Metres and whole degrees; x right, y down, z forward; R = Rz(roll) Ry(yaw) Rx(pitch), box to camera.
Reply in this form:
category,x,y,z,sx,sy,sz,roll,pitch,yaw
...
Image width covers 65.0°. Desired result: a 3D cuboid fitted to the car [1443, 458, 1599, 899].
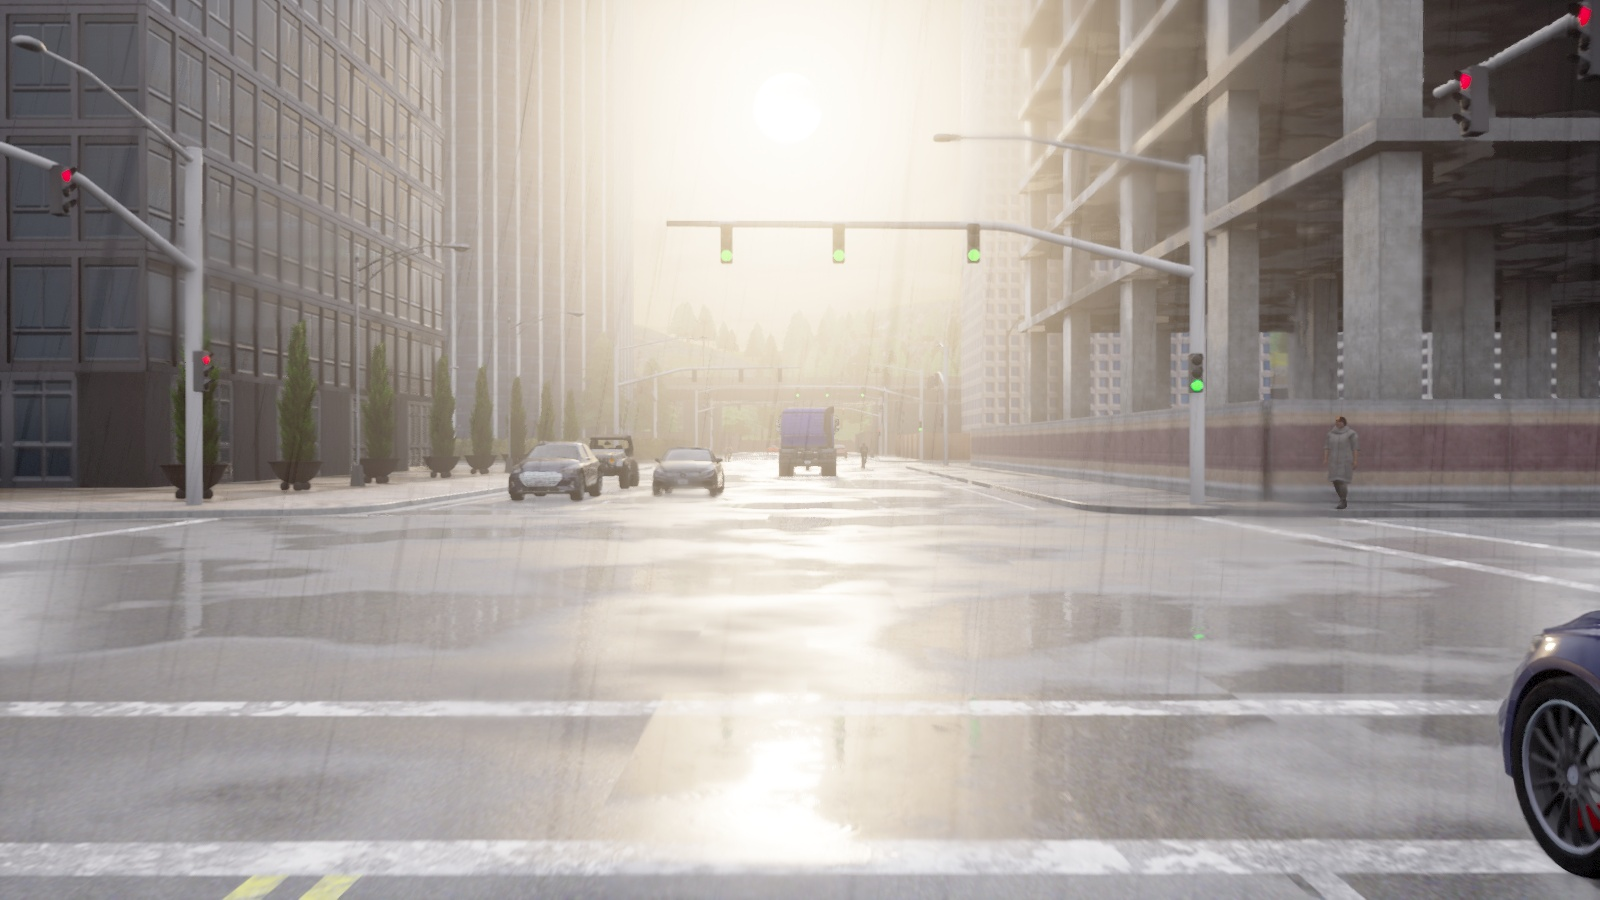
category,x,y,z,sx,sy,sz,roll,pitch,yaw
car,3.531,0.764,2.810,1.812,1.442,4.674,0,0,0

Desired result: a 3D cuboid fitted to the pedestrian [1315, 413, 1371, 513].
category,x,y,z,sx,sy,sz,roll,pitch,yaw
pedestrian,10.755,0.252,24.887,0.873,1.952,0.659,0,0,-36

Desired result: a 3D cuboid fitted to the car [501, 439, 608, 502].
category,x,y,z,sx,sy,sz,roll,pitch,yaw
car,-6.783,0.530,35.183,2.033,1.649,4.856,0,0,0

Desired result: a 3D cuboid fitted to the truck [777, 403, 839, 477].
category,x,y,z,sx,sy,sz,roll,pitch,yaw
truck,0.375,-0.484,62.619,2.891,3.462,7.936,0,0,0

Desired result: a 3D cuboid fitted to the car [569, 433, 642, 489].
category,x,y,z,sx,sy,sz,roll,pitch,yaw
car,-6.734,0.361,43.845,1.905,1.878,3.866,0,0,0

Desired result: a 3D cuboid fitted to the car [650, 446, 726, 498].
category,x,y,z,sx,sy,sz,roll,pitch,yaw
car,-3.270,0.619,37.414,1.812,1.442,4.674,0,0,0
